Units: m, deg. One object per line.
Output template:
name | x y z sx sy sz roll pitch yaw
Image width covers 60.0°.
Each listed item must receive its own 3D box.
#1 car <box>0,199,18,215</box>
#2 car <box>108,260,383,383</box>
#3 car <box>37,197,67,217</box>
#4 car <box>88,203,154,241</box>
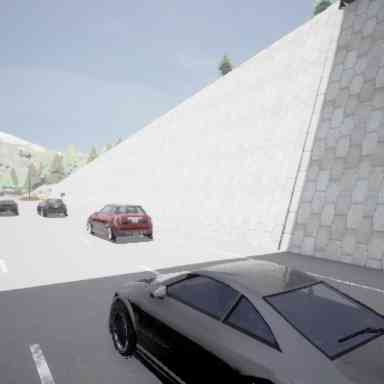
car | -18.682 1.510 33.496 1.837 1.490 4.892 0 0 -33
car | 0.541 1.564 4.106 1.994 1.385 4.181 0 0 -35
car | -13.476 1.357 31.900 2.097 1.767 4.553 0 0 -33
car | -3.755 1.353 16.922 2.097 1.767 4.553 0 0 -33
